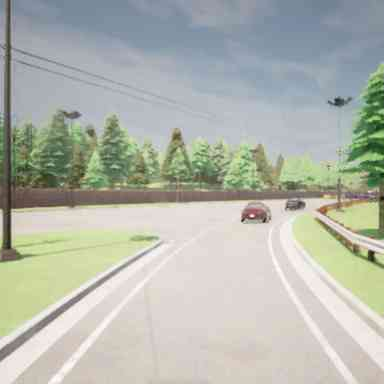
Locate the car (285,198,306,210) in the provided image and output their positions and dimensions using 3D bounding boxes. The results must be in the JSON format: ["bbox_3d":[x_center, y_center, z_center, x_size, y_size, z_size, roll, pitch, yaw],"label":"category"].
[{"bbox_3d":[13.371,1.508,42.864,2.128,1.511,4.902,0,0,29],"label":"car"}]

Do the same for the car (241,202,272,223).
[{"bbox_3d":[5.025,1.526,25.794,1.812,1.442,4.674,0,0,19],"label":"car"}]
